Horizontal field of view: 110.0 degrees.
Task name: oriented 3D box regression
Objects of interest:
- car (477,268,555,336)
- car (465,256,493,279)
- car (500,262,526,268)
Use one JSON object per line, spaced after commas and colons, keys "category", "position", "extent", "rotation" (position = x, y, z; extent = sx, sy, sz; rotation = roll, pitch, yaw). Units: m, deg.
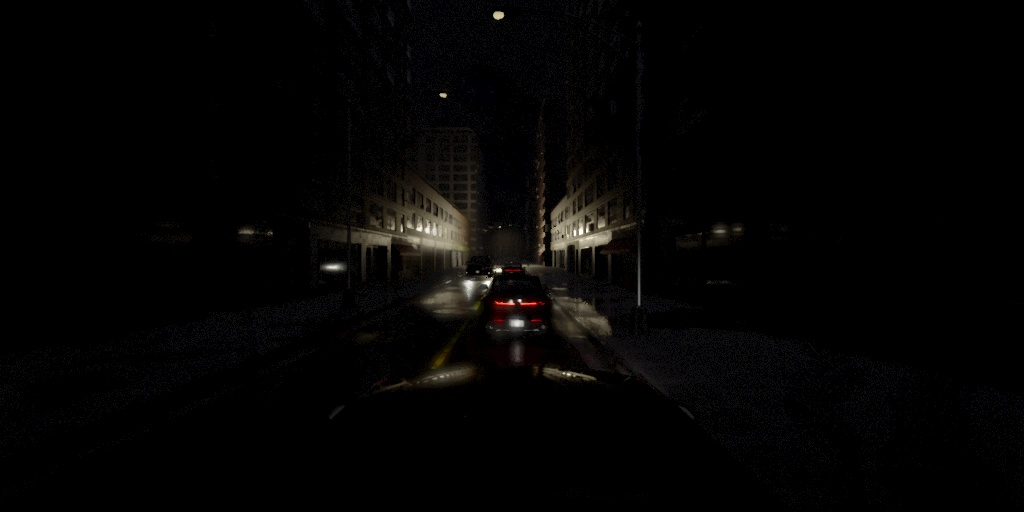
{"category": "car", "position": [0.105, 1.255, 10.385], "extent": [1.837, 1.490, 4.892], "rotation": [0, 0, 0]}
{"category": "car", "position": [-2.851, 0.975, 32.412], "extent": [2.150, 2.045, 5.566], "rotation": [0, 0, 0]}
{"category": "car", "position": [0.094, 1.243, 28.168], "extent": [2.128, 1.511, 4.902], "rotation": [0, 0, 0]}
